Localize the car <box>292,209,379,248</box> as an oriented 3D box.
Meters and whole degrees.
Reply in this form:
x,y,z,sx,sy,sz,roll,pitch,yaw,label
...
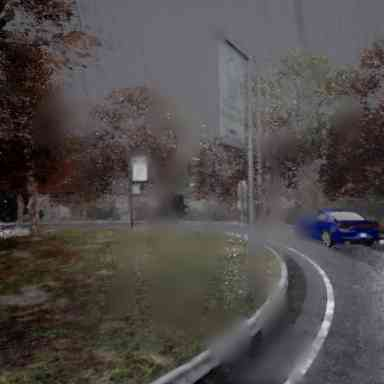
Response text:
x,y,z,sx,sy,sz,roll,pitch,yaw,label
6.313,1.534,15.270,1.882,1.535,5.008,0,-1,-7,car
